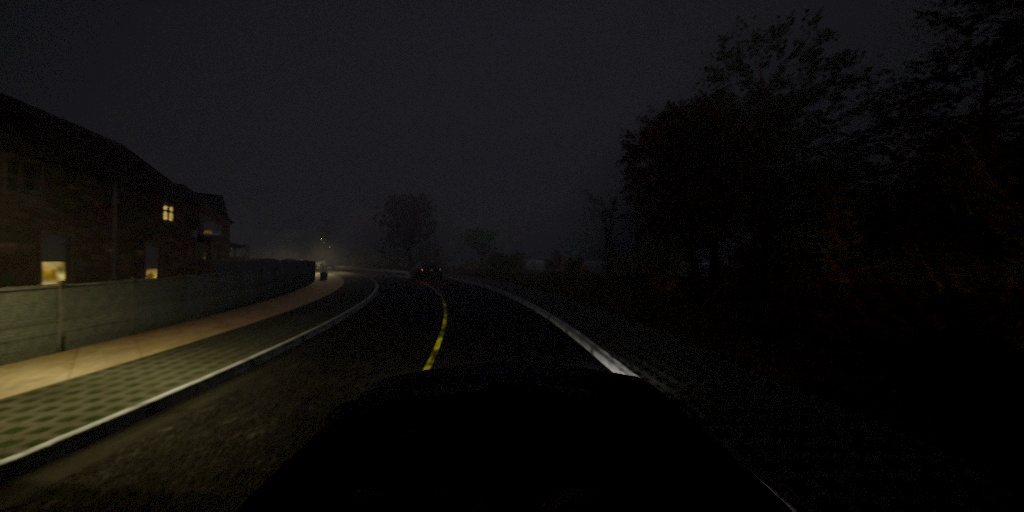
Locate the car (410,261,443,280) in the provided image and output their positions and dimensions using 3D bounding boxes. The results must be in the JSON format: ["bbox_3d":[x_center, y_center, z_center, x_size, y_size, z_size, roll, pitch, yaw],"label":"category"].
[{"bbox_3d":[-7.868,1.213,32.730,2.097,1.767,4.553,0,0,-27],"label":"car"}]
